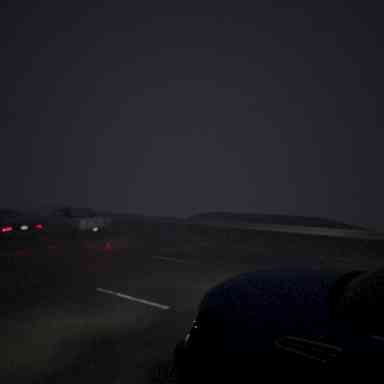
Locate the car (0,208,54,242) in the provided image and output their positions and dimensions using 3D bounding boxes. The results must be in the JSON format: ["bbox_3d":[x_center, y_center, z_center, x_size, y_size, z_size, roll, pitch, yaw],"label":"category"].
[{"bbox_3d":[-8.554,1.419,14.389,5.357,1.411,2.033,1,0,35],"label":"car"}]

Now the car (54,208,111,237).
[{"bbox_3d":[-6.416,1.473,17.162,4.718,1.301,1.895,1,0,35],"label":"car"}]

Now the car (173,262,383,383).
[{"bbox_3d":[2.483,1.228,2.222,5.566,2.045,2.150,1,0,35],"label":"car"}]
